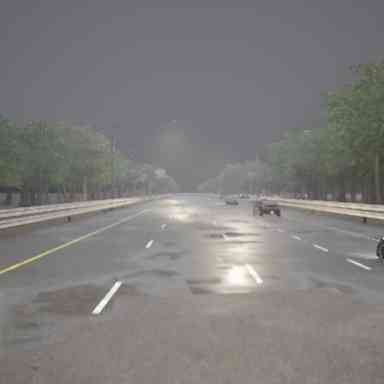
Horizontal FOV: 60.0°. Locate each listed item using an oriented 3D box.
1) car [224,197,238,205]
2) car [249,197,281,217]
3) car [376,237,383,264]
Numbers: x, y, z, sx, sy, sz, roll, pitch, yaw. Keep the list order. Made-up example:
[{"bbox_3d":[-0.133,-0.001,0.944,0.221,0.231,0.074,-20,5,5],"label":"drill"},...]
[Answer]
[{"bbox_3d":[6.756,1.552,57.870,1.994,1.385,4.181,0,0,0],"label":"car"},{"bbox_3d":[6.861,1.506,30.914,1.837,1.490,4.892,0,0,0],"label":"car"},{"bbox_3d":[6.955,1.579,9.061,1.994,1.385,4.181,0,0,0],"label":"car"}]
